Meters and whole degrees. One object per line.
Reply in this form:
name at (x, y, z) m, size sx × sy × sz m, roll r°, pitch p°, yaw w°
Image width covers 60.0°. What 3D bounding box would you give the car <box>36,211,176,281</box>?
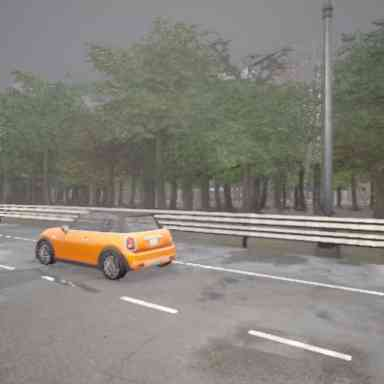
car at (-2.753, 1.359, 10.138) m, size 4.553 × 1.767 × 2.097 m, roll 0°, pitch 0°, yaw 36°
